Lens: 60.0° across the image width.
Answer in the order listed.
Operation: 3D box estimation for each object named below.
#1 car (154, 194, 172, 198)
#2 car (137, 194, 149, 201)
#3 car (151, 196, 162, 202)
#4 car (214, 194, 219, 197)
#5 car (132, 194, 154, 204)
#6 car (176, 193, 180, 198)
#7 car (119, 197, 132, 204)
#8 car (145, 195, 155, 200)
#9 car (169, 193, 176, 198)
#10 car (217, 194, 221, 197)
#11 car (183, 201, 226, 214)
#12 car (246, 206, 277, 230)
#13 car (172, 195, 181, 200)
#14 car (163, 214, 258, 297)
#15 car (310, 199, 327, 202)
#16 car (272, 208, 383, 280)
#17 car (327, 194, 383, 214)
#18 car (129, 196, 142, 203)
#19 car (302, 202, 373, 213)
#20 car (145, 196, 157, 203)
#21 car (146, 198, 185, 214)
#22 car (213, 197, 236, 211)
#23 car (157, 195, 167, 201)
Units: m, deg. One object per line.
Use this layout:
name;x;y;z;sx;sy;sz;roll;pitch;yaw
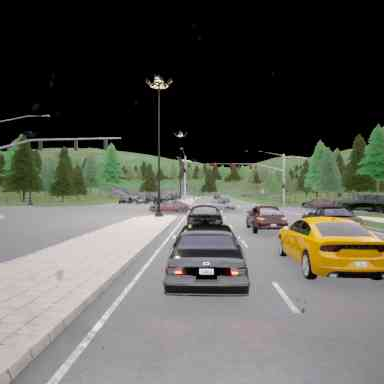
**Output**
car;-5.593;1.601;63.392;1.895;1.301;4.718;0;0;3
car;-11.860;1.355;80.900;2.097;1.767;4.553;0;0;2
car;-8.422;1.552;79.245;1.994;1.385;4.181;0;0;2
car;7.224;1.355;94.507;2.097;1.767;4.553;0;0;3
car;-9.152;1.491;62.282;2.128;1.511;4.902;0;0;3
car;-4.786;1.225;82.619;2.150;2.045;5.566;0;0;2
car;-12.591;1.564;63.423;1.994;1.385;4.181;0;0;3
car;-11.452;1.539;91.134;2.033;1.411;5.357;0;0;2
car;-5.193;1.355;72.326;2.097;1.767;4.553;0;0;2
car;5.921;1.564;59.818;1.994;1.385;4.181;0;0;2
car;0.726;1.478;18.598;1.882;1.535;5.008;0;0;3
car;4.260;1.526;19.204;1.812;1.442;4.674;0;0;3
car;-4.360;1.533;93.021;2.033;1.411;5.357;0;0;2
car;0.378;1.547;8.777;2.033;1.411;5.357;0;0;2
car;16.181;1.565;42.362;4.181;1.385;1.994;0;0;6
car;3.932;1.478;9.985;1.882;1.535;5.008;0;0;3
car;17.685;1.222;35.053;5.566;2.045;2.150;0;0;2
car;-12.209;1.524;72.043;1.812;1.442;4.674;0;0;2
car;7.745;1.547;18.821;2.033;1.411;5.357;0;0;3
car;-8.742;1.552;71.133;1.994;1.385;4.181;0;0;2
car;-2.378;1.564;35.099;4.181;1.385;1.994;0;0;-1
car;2.692;1.600;38.962;4.718;1.301;1.895;0;0;-1
car;-8.020;1.524;89.371;2.128;1.511;4.902;0;0;2
